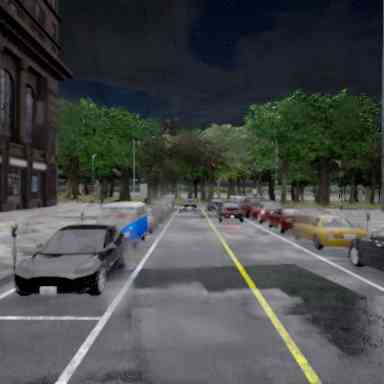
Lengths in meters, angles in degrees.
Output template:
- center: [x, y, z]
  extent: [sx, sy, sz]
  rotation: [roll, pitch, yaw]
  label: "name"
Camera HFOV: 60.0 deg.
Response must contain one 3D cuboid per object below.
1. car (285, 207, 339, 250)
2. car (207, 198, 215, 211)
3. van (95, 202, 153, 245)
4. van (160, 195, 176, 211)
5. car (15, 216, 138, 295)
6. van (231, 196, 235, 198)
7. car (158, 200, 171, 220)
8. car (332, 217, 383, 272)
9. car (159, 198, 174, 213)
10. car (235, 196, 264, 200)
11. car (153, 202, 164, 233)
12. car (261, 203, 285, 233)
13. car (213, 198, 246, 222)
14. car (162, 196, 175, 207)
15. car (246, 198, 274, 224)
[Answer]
- center: [5.680, 1.549, 14.328]
  extent: [1.752, 1.417, 4.829]
  rotation: [0, 0, 0]
  label: "car"
- center: [2.827, 1.520, 39.848]
  extent: [1.837, 1.490, 4.892]
  rotation: [0, 0, 0]
  label: "car"
- center: [-2.844, 1.326, 14.116]
  extent: [1.690, 1.788, 3.998]
  rotation: [0, 0, 0]
  label: "van"
- center: [-2.977, 1.329, 41.304]
  extent: [1.690, 1.788, 3.998]
  rotation: [0, 0, 0]
  label: "van"
- center: [-2.817, 1.552, 8.679]
  extent: [1.947, 1.339, 4.313]
  rotation: [0, 0, 0]
  label: "car"
- center: [5.575, 1.367, 35.908]
  extent: [1.690, 1.788, 3.998]
  rotation: [0, 0, 0]
  label: "van"
- center: [-2.898, 1.551, 24.991]
  extent: [1.947, 1.339, 4.313]
  rotation: [0, 0, 0]
  label: "car"
- center: [5.708, 1.575, 8.720]
  extent: [2.008, 1.369, 4.403]
  rotation: [0, 0, 0]
  label: "car"
- center: [-2.923, 1.511, 30.259]
  extent: [1.752, 1.417, 4.829]
  rotation: [0, 0, 0]
  label: "car"
- center: [5.602, 1.340, 30.471]
  extent: [2.192, 1.841, 5.009]
  rotation: [0, 0, 0]
  label: "car"
- center: [-2.870, 1.511, 19.384]
  extent: [1.752, 1.417, 4.829]
  rotation: [0, 0, 0]
  label: "car"
- center: [5.654, 1.569, 19.596]
  extent: [1.887, 1.381, 4.507]
  rotation: [0, 0, 0]
  label: "car"
- center: [2.908, 1.518, 26.358]
  extent: [1.837, 1.490, 4.892]
  rotation: [0, 0, 0]
  label: "car"
- center: [-2.950, 1.427, 35.866]
  extent: [1.967, 1.590, 4.097]
  rotation: [0, 0, 0]
  label: "car"
- center: [5.628, 1.464, 25.033]
  extent: [1.967, 1.590, 4.097]
  rotation: [0, 0, 0]
  label: "car"
